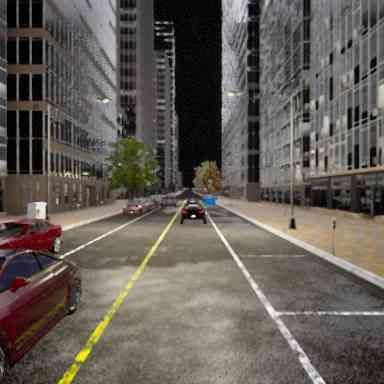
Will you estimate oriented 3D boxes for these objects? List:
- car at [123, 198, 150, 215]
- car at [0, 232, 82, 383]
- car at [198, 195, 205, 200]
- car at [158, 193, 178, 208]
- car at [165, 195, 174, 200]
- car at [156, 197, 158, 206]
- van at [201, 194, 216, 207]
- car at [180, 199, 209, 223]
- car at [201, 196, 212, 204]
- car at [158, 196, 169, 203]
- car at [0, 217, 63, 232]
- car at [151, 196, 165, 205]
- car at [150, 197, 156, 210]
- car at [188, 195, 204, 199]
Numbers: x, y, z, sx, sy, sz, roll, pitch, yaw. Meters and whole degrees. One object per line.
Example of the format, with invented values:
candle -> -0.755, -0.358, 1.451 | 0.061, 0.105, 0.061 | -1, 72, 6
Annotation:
car -> -5.702, 1.407, 33.481 | 1.967, 1.590, 4.097 | 0, 0, 0
car -> -3.102, 1.562, 4.735 | 1.994, 1.385, 4.181 | 0, 0, 0
car -> 2.662, 1.412, 90.405 | 1.802, 1.307, 4.206 | 0, 0, 0
car -> -3.098, 1.299, 46.144 | 2.097, 1.767, 4.553 | 0, 0, 0
car -> -5.717, 1.429, 84.713 | 1.802, 1.307, 4.206 | 0, 0, 0
car -> -5.707, 1.491, 50.558 | 2.008, 1.369, 4.403 | 0, 0, 0
van -> 2.673, 1.281, 50.556 | 1.690, 1.788, 3.998 | 0, 0, 0
car -> 0.091, 1.504, 25.069 | 1.812, 1.442, 4.674 | 0, 0, 0
car -> 2.670, 1.466, 61.942 | 2.008, 1.369, 4.403 | 0, 0, 0
car -> -5.712, 1.481, 67.635 | 1.802, 1.307, 4.206 | 0, 0, 0
car -> -5.695, 1.538, 10.710 | 1.887, 1.381, 4.507 | 0, 0, 0
car -> -5.709, 1.479, 56.250 | 2.008, 1.369, 4.403 | 0, 0, 0
car -> -5.704, 1.398, 39.173 | 1.967, 1.590, 4.097 | 0, 0, 0
car -> 0.086, 1.500, 42.769 | 2.033, 1.411, 5.357 | 0, 0, 0
